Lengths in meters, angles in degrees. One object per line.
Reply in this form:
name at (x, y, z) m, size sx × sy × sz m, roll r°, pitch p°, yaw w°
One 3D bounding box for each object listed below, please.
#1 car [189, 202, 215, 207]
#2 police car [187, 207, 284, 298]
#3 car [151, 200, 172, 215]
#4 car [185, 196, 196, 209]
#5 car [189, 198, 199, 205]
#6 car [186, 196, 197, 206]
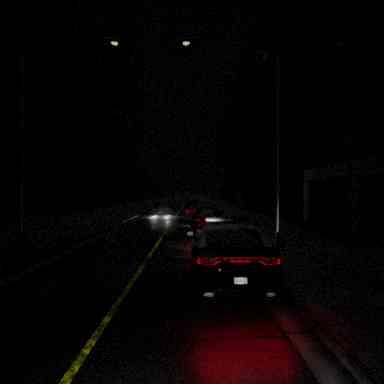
car at (0.896, 1.533, 18.590) m, size 1.812 × 1.442 × 4.674 m, roll 0°, pitch 0°, yaw 0°
police car at (0.898, 1.428, 8.699) m, size 1.930 × 1.638 × 5.238 m, roll 0°, pitch 0°, yaw 0°
car at (-3.009, 1.567, 34.098) m, size 2.033 × 1.411 × 5.357 m, roll 0°, pitch 0°, yaw 0°
car at (0.006, 1.632, 45.997) m, size 1.895 × 1.301 × 4.718 m, roll 0°, pitch 0°, yaw 1°
car at (0.894, 1.489, 24.590) m, size 1.882 × 1.535 × 5.008 m, roll 0°, pitch 0°, yaw 0°
car at (-0.014, 1.520, 58.725) m, size 1.882 × 1.535 × 5.008 m, roll 0°, pitch 0°, yaw 0°
